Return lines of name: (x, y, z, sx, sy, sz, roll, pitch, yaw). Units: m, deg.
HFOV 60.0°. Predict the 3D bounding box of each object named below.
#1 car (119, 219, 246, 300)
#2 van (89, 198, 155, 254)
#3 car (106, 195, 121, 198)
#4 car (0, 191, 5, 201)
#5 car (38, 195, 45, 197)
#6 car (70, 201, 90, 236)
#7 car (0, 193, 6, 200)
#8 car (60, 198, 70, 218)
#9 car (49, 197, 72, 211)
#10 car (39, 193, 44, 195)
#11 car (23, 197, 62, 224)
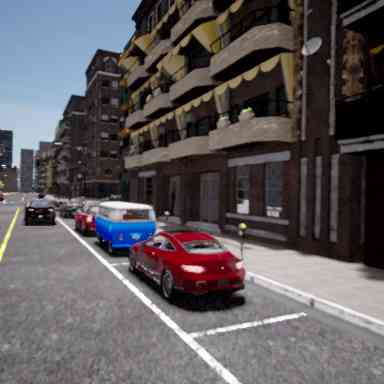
car: (-0.308, 1.596, 8.310, 1.802, 1.307, 4.206, 1, 0, -26)
van: (-2.763, 1.317, 13.266, 1.690, 1.788, 3.998, 1, 0, -26)
car: (-14.079, 1.222, 60.200, 4.403, 1.369, 2.008, 0, 1, -27)
car: (-36.971, 0.740, 63.326, 2.192, 1.841, 5.009, 1, 0, -26)
car: (-16.715, 1.347, 35.485, 1.895, 1.301, 4.718, 1, 0, -26)
car: (-5.225, 1.377, 18.221, 1.967, 1.590, 4.097, 1, 0, -26)
car: (-39.432, 0.959, 68.272, 1.947, 1.339, 4.313, 1, 0, -26)
car: (-10.147, 1.412, 28.132, 2.008, 1.369, 4.403, 1, 0, -26)
car: (-15.068, 1.339, 38.043, 2.008, 1.369, 4.403, 1, 0, -26)
car: (-39.295, 1.034, 86.838, 1.947, 1.339, 4.313, 1, 0, -26)
car: (-10.639, 1.330, 23.261, 2.128, 1.511, 4.902, 1, 0, -26)
